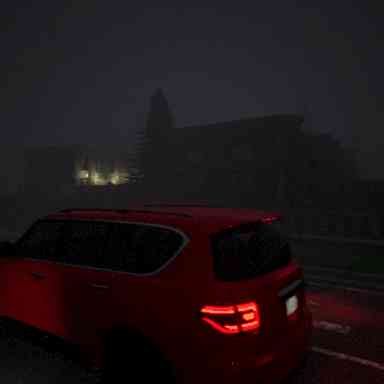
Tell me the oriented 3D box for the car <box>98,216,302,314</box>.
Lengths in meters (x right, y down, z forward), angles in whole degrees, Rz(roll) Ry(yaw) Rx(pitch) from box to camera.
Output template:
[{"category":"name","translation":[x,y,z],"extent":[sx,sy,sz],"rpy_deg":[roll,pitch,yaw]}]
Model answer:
[{"category":"car","translation":[-0.009,1.504,8.297],"extent":[4.892,1.490,1.837],"rpy_deg":[0,0,36]}]

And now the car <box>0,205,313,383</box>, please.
[{"category":"car","translation":[-1.191,1.219,4.841],"extent":[5.566,2.045,2.150],"rpy_deg":[0,0,36]}]
